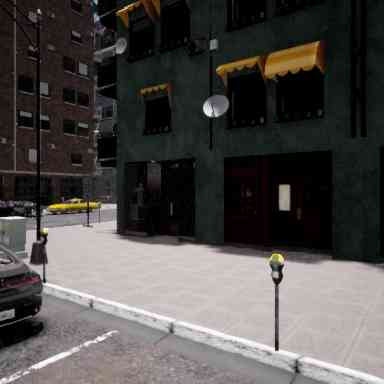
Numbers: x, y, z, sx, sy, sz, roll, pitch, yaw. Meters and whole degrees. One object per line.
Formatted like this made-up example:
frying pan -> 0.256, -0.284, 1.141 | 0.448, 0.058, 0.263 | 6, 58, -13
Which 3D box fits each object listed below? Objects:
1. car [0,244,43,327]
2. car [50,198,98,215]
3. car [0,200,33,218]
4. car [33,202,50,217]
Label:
car -> -4.472, 1.551, 6.082 | 4.403, 1.369, 2.008 | 0, 0, 36
car -> -10.887, 1.250, 30.533 | 1.752, 1.417, 4.829 | 1, 1, 35
car -> -13.562, 1.336, 21.890 | 2.128, 1.511, 4.902 | 0, 1, 32
car -> -13.987, 1.350, 26.115 | 2.008, 1.369, 4.403 | 1, 1, 35
